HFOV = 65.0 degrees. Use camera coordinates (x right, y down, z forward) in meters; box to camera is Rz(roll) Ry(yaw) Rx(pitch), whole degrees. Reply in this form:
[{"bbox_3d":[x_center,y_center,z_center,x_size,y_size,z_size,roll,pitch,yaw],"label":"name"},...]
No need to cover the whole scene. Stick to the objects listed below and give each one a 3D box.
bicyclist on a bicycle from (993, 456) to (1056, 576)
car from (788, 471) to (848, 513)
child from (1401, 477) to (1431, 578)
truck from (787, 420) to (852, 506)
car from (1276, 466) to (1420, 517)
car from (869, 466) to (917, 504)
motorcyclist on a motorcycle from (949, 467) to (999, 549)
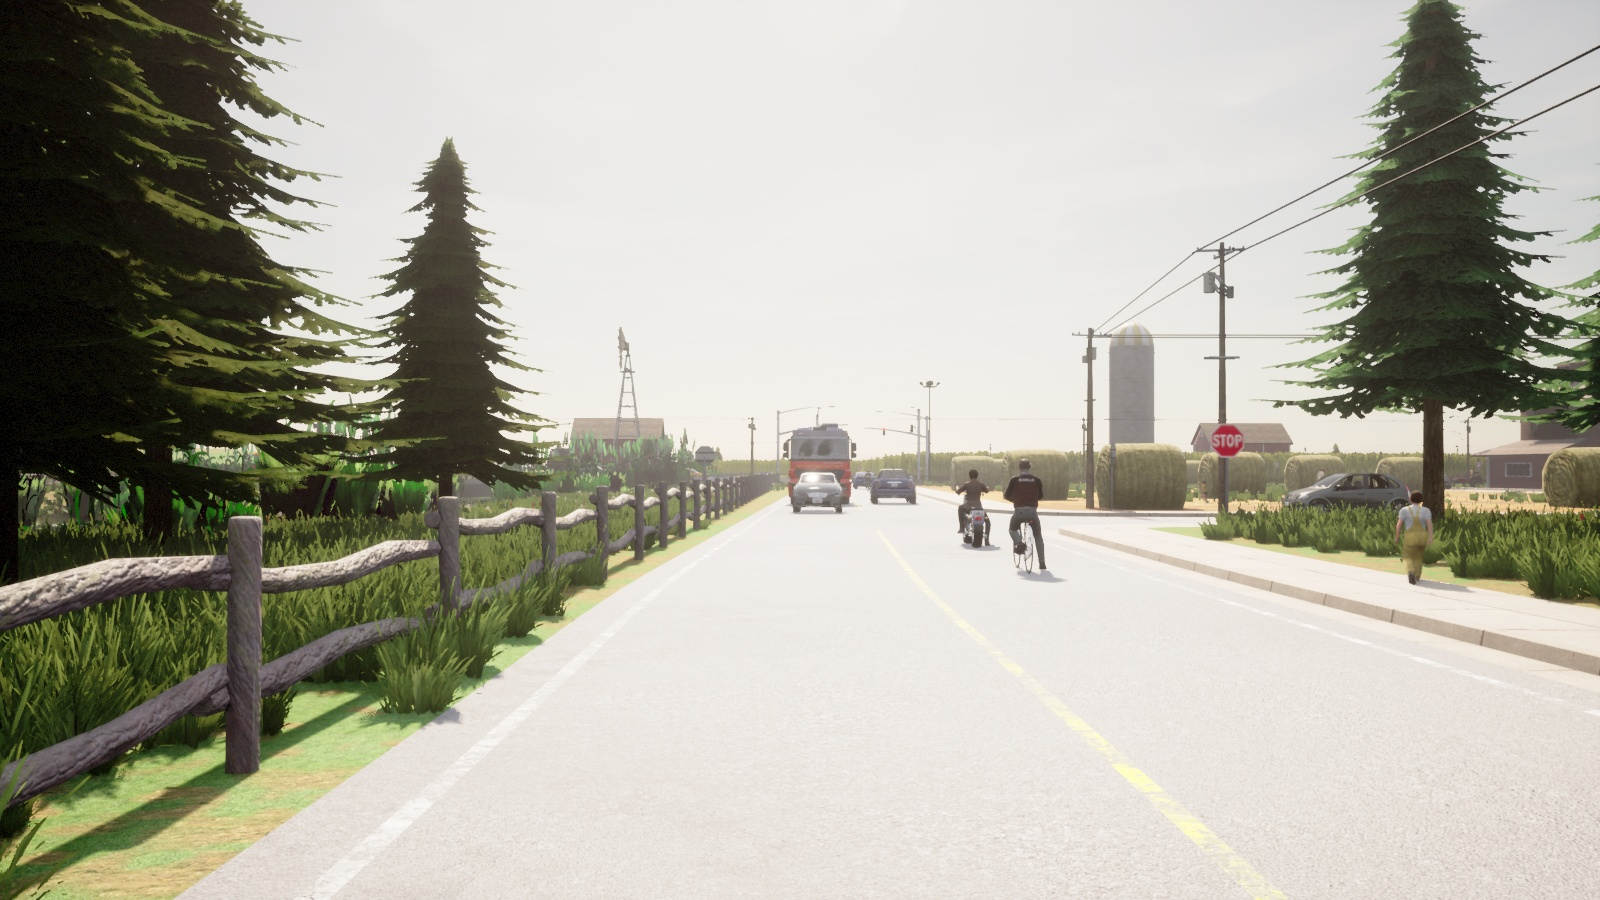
[{"bbox_3d":[3.485,0.992,19.624,0.659,1.776,1.843,0,-1,1],"label":"bicyclist on a bicycle"},{"bbox_3d":[0.688,1.559,47.613,2.128,1.511,4.902,0,-1,1],"label":"car"},{"bbox_3d":[7.874,0.984,16.065,0.270,1.263,0.437,-1,-1,18],"label":"child"},{"bbox_3d":[0.996,0.654,60.652,2.891,3.827,8.468,0,-1,1],"label":"truck"},{"bbox_3d":[18.218,1.368,41.865,3.988,1.617,1.851,0,-1,-1],"label":"car"},{"bbox_3d":[4.524,1.678,61.553,2.097,1.767,4.553,0,-1,1],"label":"car"},{"bbox_3d":[3.640,1.186,26.453,0.766,1.649,2.350,0,-1,1],"label":"motorcyclist on a motorcycle"}]
